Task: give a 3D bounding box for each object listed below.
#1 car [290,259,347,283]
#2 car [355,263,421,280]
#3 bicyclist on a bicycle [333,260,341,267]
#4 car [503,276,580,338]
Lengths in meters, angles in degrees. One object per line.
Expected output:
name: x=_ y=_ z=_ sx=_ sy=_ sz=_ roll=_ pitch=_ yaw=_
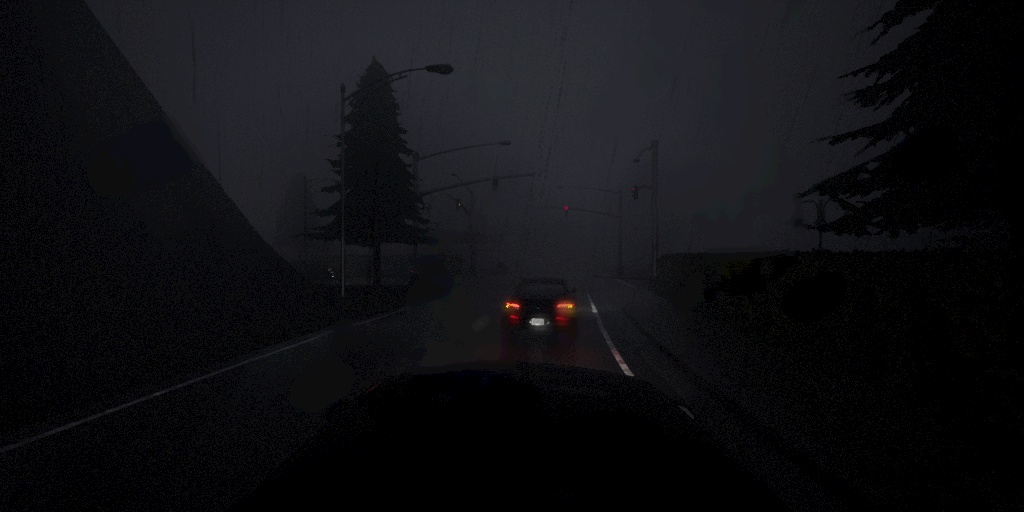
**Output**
car: x=-15.324 y=1.102 z=27.986 sx=4.553 sy=1.767 sz=2.097 roll=0 pitch=0 yaw=9
car: x=-10.676 y=1.297 z=30.984 sx=5.357 sy=1.411 sz=2.033 roll=0 pitch=0 yaw=8
bicyclist on a bicycle: x=-17.340 y=1.203 z=35.410 sx=0.582 sy=1.620 sz=1.656 roll=0 pitch=0 yaw=8
car: x=0.927 y=1.276 z=10.119 sx=1.812 sy=1.442 sz=4.674 roll=0 pitch=0 yaw=9
